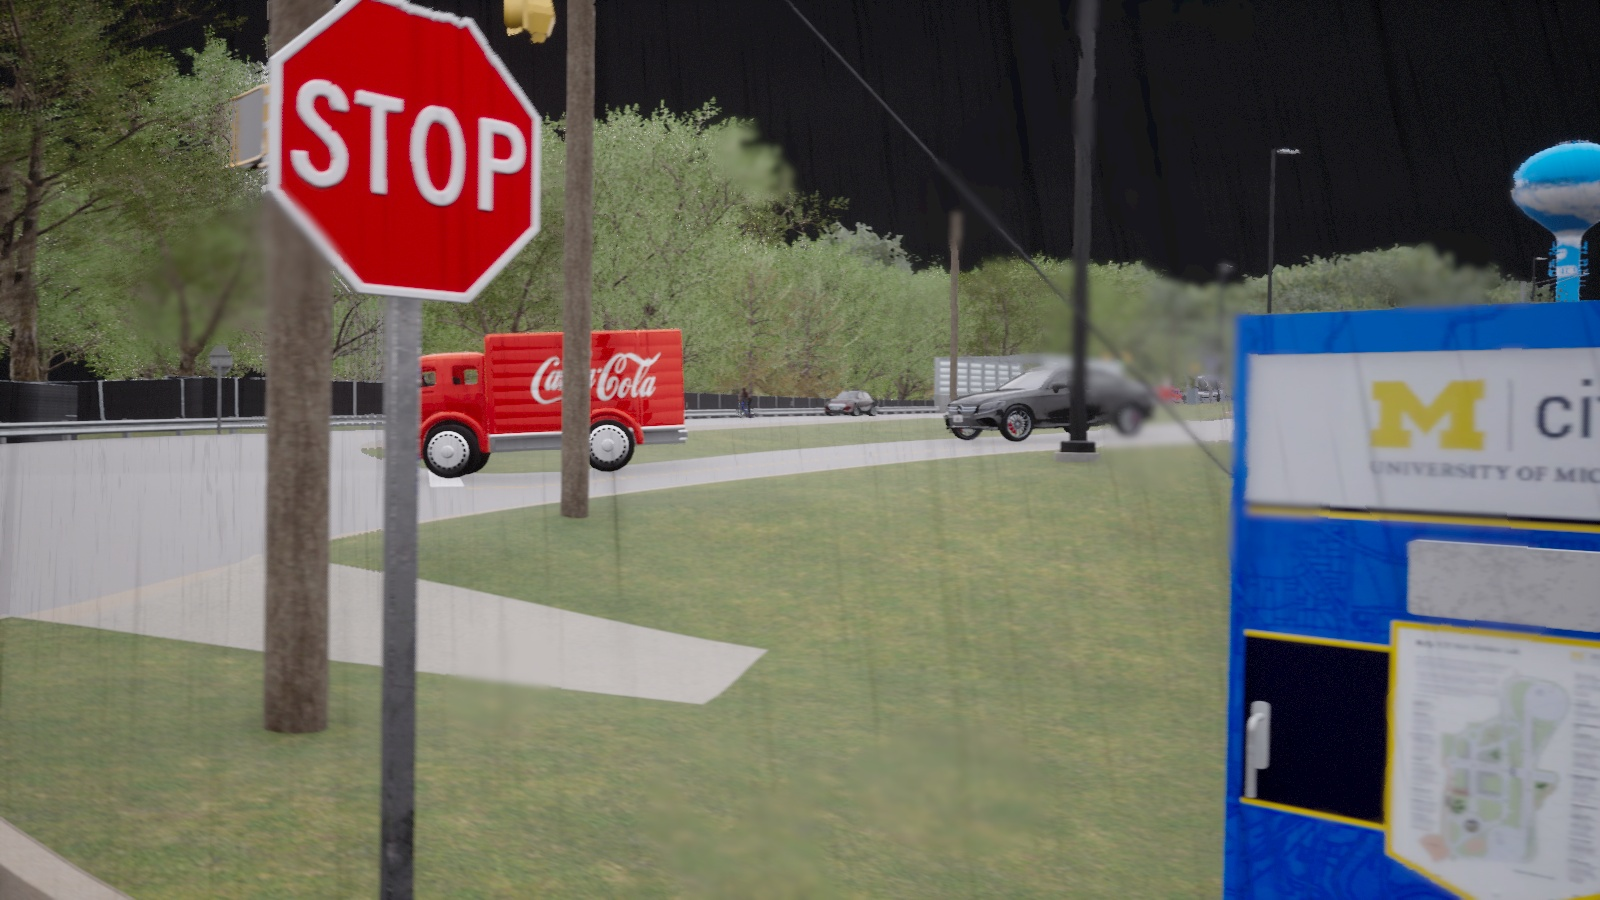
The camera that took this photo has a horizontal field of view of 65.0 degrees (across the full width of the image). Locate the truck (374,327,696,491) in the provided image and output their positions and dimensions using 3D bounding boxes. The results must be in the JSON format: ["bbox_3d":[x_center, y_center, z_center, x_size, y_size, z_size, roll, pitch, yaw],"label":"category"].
[{"bbox_3d":[-4.622,-0.743,22.579,5.204,2.467,2.627,-4,2,-8],"label":"truck"}]

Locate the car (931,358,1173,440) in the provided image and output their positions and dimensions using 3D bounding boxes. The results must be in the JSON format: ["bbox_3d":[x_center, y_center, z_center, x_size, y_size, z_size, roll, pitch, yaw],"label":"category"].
[{"bbox_3d":[5.125,-1.049,25.392,4.674,1.442,1.812,-4,3,-28],"label":"car"}]

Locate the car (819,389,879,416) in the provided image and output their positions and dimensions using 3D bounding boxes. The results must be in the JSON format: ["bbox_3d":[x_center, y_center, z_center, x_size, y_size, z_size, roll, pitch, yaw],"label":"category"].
[{"bbox_3d":[3.083,-2.947,77.793,2.033,1.649,4.856,0,2,24],"label":"car"}]
